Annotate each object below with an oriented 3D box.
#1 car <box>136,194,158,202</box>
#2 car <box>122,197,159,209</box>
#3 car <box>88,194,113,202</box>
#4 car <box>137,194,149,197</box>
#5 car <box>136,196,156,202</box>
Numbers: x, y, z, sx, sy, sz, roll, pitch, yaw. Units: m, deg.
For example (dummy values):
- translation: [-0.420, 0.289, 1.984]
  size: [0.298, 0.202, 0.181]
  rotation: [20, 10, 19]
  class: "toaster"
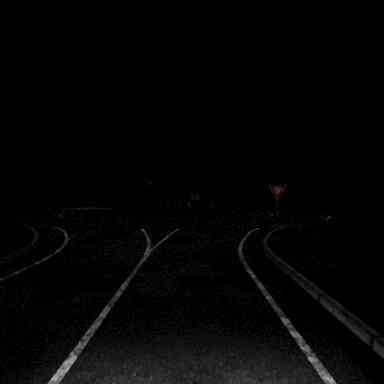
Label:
- translation: [-12.372, 1.633, 91.542]
  size: [5.566, 2.045, 2.435]
  rotation: [0, -2, -2]
  class: "car"
- translation: [-7.284, 1.727, 47.194]
  size: [4.181, 1.385, 1.994]
  rotation: [1, -1, -22]
  class: "car"
- translation: [-24.446, 1.544, 87.341]
  size: [5.566, 2.045, 2.435]
  rotation: [0, -1, -2]
  class: "car"
- translation: [-12.170, 1.623, 85.590]
  size: [4.553, 1.767, 2.185]
  rotation: [0, -1, -2]
  class: "car"
- translation: [-12.248, 1.817, 88.621]
  size: [5.008, 1.535, 2.097]
  rotation: [0, -1, -2]
  class: "car"
